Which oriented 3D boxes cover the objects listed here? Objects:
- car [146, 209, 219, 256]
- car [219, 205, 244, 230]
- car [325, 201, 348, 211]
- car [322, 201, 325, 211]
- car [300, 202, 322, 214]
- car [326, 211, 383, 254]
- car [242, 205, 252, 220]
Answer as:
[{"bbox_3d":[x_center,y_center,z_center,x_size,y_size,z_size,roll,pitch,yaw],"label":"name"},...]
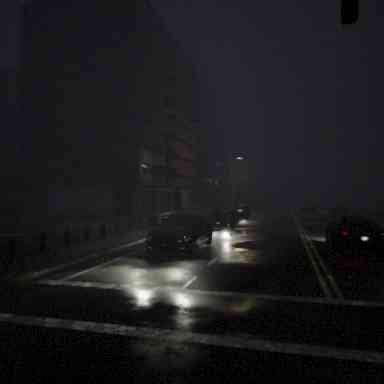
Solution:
[{"bbox_3d":[-0.373,1.717,14.605,1.882,1.535,5.008,-1,-1,16],"label":"car"},{"bbox_3d":[2.290,1.920,24.165,1.994,1.385,4.181,-1,-1,16],"label":"car"},{"bbox_3d":[18.170,1.994,41.512,1.994,1.385,4.181,-1,-1,16],"label":"car"},{"bbox_3d":[20.594,2.087,50.431,2.033,1.411,5.357,-1,-1,16],"label":"car"},{"bbox_3d":[14.882,1.980,42.584,2.128,1.511,4.902,-1,-1,16],"label":"car"},{"bbox_3d":[6.923,1.706,14.171,1.994,1.385,4.181,-1,-1,16],"label":"car"},{"bbox_3d":[5.102,2.026,34.253,2.033,1.411,5.357,-1,-1,16],"label":"car"}]
